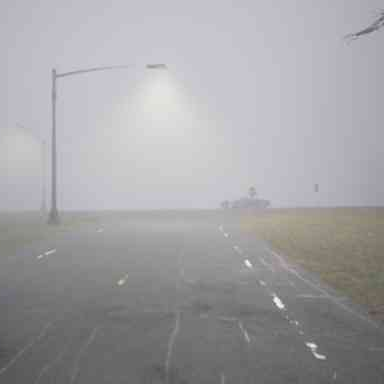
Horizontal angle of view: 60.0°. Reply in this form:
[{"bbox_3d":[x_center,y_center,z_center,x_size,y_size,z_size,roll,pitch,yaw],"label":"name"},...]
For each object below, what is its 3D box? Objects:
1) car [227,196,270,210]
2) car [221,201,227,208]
[{"bbox_3d":[6.324,1.165,35.985,4.181,1.385,1.994,-3,-2,-1],"label":"car"},{"bbox_3d":[6.210,1.397,43.007,4.902,1.511,2.128,-1,-3,-1],"label":"car"}]
